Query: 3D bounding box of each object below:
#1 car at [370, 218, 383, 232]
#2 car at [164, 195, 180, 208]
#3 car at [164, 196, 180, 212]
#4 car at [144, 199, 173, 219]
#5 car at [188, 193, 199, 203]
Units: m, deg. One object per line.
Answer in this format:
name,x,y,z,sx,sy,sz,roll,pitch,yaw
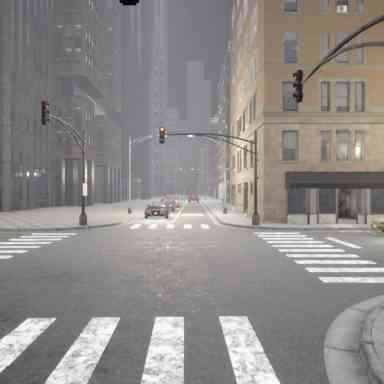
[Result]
car,12.173,1.519,17.782,4.829,1.417,1.752,0,0,-1
car,-2.923,1.369,49.220,2.097,1.767,4.553,0,0,0
car,-2.962,1.506,39.322,2.128,1.511,4.902,0,0,0
car,-3.000,1.574,29.467,1.994,1.385,4.181,0,0,0
car,0.310,1.203,70.299,2.150,2.045,5.566,0,0,0
